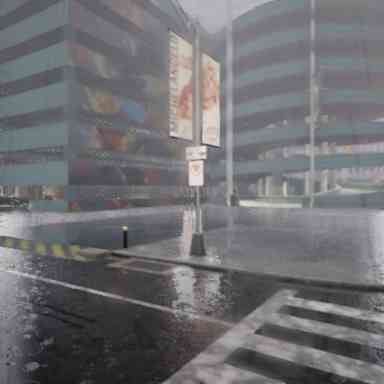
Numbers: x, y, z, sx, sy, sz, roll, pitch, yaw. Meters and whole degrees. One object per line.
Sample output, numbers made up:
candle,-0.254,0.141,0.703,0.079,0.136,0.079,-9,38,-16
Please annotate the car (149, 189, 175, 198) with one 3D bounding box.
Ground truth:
car,-6.030,0.403,66.346,5.566,2.045,2.435,0,1,32

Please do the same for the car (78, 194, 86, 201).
car,-15.282,0.994,50.310,4.718,1.301,1.895,0,1,32

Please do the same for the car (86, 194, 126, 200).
car,-9.377,0.967,37.664,4.674,1.452,2.002,0,1,32

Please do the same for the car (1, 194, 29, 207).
car,-21.875,1.038,40.756,4.786,1.482,2.161,0,1,32
